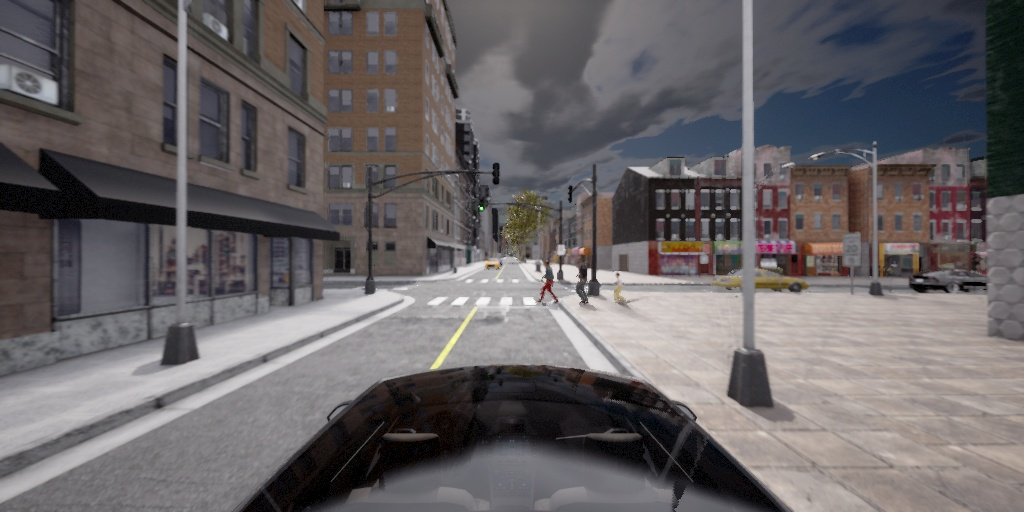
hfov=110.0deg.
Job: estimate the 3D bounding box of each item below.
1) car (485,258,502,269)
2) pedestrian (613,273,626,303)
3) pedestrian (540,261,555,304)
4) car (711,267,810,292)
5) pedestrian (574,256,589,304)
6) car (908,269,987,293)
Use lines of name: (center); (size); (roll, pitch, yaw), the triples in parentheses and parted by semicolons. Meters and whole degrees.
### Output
car: (-2.809, 1.109, 51.572); (1.882, 1.535, 5.008); (0, 0, 0)
pedestrian: (4.191, 1.163, 13.955); (0.375, 1.300, 0.375); (0, 0, 0)
pedestrian: (1.427, 1.020, 14.557); (0.375, 1.860, 0.375); (0, 0, 0)
car: (13.886, 1.310, 20.122); (4.829, 1.417, 1.751); (0, 0, 0)
pedestrian: (2.601, 0.871, 13.356); (0.375, 1.860, 0.375); (0, 0, 0)
car: (24.967, 1.426, 20.133); (4.313, 1.339, 1.948); (0, 0, 0)
